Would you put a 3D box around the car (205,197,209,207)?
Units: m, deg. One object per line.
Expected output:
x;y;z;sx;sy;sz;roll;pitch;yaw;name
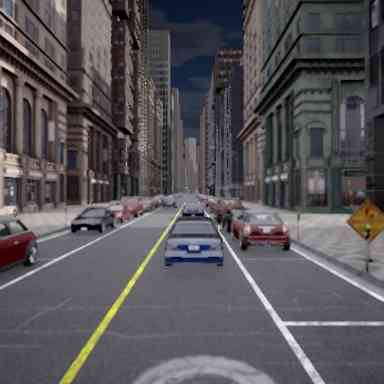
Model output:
2.784;1.594;36.683;2.008;1.369;4.403;0;0;0;car

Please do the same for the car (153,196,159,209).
-5.739;1.601;42.284;2.008;1.369;4.403;0;0;0;car

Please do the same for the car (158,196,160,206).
-5.736;1.623;47.886;1.947;1.339;4.313;0;0;0;car

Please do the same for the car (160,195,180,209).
-3.064;1.559;46.743;1.837;1.490;4.892;0;0;0;car

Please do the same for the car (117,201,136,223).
-5.747;1.612;25.479;1.802;1.307;4.206;0;0;0;car

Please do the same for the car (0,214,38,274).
-5.755;1.450;8.674;1.967;1.590;4.097;0;0;0;car

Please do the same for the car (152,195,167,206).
-5.729;1.386;59.090;2.192;1.841;5.009;0;0;0;car

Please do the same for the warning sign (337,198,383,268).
5.069;1.127;9.581;1.300;1.860;1.060;0;0;0;warning sign

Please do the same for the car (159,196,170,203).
-5.725;1.630;70.293;1.887;1.381;4.507;0;0;0;car

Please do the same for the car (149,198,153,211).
-5.741;1.568;36.513;1.752;1.417;4.829;0;0;0;car

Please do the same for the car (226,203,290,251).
2.773;1.457;14.275;1.967;1.590;4.097;0;0;0;car

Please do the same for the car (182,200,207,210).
0.096;1.636;29.766;1.895;1.301;4.718;0;0;0;car

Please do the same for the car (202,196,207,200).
2.789;1.602;47.888;1.887;1.381;4.507;0;0;0;car

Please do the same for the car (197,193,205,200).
2.803;1.533;75.898;1.967;1.590;4.097;0;0;0;car

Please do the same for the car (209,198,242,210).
2.779;1.345;25.479;2.192;1.841;5.009;0;0;0;car

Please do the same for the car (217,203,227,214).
2.776;1.589;19.877;1.947;1.339;4.313;0;0;0;car

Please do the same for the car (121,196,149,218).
-5.743;1.351;31.081;2.192;1.841;5.009;0;0;0;car

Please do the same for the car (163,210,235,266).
0.072;1.561;11.532;2.033;1.411;5.357;0;0;0;car

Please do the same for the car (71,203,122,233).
-5.750;1.589;19.877;1.947;1.339;4.313;0;0;0;car
